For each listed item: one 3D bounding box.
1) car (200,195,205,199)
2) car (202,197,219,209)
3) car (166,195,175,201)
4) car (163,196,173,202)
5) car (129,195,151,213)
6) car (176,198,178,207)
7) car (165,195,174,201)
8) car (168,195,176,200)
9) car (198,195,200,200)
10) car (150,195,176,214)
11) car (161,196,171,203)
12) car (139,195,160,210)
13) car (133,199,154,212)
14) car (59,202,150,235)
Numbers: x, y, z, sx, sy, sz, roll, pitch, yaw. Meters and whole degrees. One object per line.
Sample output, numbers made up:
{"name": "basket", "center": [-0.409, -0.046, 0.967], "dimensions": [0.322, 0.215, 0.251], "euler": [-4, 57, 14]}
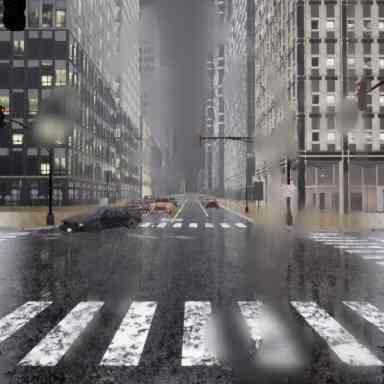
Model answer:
{"name": "car", "center": [2.694, 1.547, 56.332], "dimensions": [1.752, 1.417, 4.829], "euler": [1, 0, 0]}
{"name": "car", "center": [2.694, 1.599, 45.006], "dimensions": [1.802, 1.307, 4.206], "euler": [1, 0, 0]}
{"name": "car", "center": [-5.693, 1.587, 89.544], "dimensions": [2.008, 1.369, 4.403], "euler": [1, 0, 0]}
{"name": "car", "center": [-5.691, 1.582, 78.393], "dimensions": [2.008, 1.369, 4.403], "euler": [1, 0, 0]}
{"name": "car", "center": [-5.680, 1.453, 33.792], "dimensions": [1.967, 1.590, 4.097], "euler": [1, 0, 0]}
{"name": "car", "center": [-3.098, 1.526, 50.730], "dimensions": [1.837, 1.490, 4.892], "euler": [0, -1, 0]}
{"name": "car", "center": [-5.692, 1.578, 83.968], "dimensions": [1.887, 1.381, 4.507], "euler": [1, 0, 0]}
{"name": "car", "center": [-5.695, 1.605, 95.119], "dimensions": [1.947, 1.339, 4.313], "euler": [1, 0, 0]}
{"name": "car", "center": [2.692, 1.590, 61.739], "dimensions": [1.947, 1.339, 4.313], "euler": [1, 0, 0]}
{"name": "car", "center": [-3.105, 1.365, 34.911], "dimensions": [2.097, 1.767, 4.553], "euler": [0, 0, 0]}
{"name": "car", "center": [-5.690, 1.573, 72.818], "dimensions": [1.887, 1.381, 4.507], "euler": [1, 0, 0]}
{"name": "car", "center": [-5.680, 1.332, 44.943], "dimensions": [2.192, 1.841, 5.009], "euler": [1, 0, 0]}
{"name": "car", "center": [-5.685, 1.597, 39.367], "dimensions": [1.802, 1.307, 4.206], "euler": [1, 0, 0]}
{"name": "car", "center": [-5.019, 1.555, 19.355], "dimensions": [2.033, 1.411, 5.357], "euler": [0, 0, 28]}
